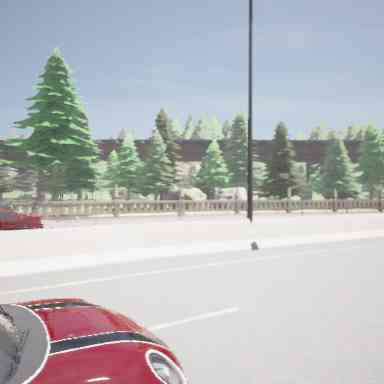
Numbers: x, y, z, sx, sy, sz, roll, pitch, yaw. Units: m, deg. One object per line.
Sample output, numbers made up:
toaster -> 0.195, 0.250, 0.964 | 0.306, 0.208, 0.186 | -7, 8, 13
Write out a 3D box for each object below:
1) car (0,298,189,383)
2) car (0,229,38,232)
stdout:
car -> -2.175, 1.348, 2.071 | 4.553, 1.767, 2.097 | 0, 0, -35
car -> -9.204, 1.475, 14.435 | 5.008, 1.535, 1.882 | 0, 0, -34
